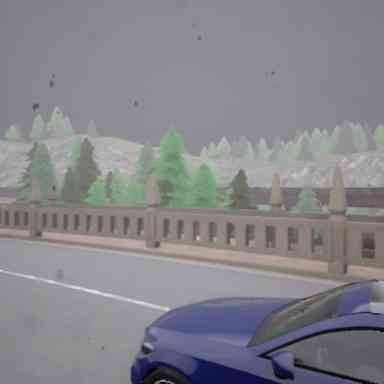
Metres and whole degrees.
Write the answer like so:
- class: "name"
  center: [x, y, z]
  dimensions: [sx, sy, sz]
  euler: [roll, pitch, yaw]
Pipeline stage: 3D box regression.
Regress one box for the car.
- class: "car"
  center: [1.594, 1.516, 2.721]
  dimensions: [4.674, 1.442, 1.812]
  euler: [0, 0, 34]
